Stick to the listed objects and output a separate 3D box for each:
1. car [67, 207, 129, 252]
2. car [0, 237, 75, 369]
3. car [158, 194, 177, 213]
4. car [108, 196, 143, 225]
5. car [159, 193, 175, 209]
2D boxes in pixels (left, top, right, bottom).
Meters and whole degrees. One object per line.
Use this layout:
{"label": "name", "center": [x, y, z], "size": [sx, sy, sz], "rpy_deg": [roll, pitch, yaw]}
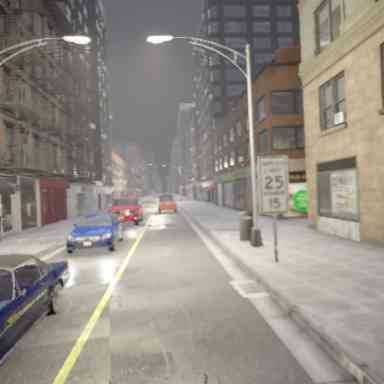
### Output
{"label": "car", "center": [-4.117, 1.681, 14.760], "size": [1.812, 1.442, 4.674], "rpy_deg": [-3, 0, -5]}
{"label": "car", "center": [-3.323, 1.740, 4.964], "size": [1.895, 1.301, 4.718], "rpy_deg": [-3, 0, -7]}
{"label": "car", "center": [-2.862, 1.387, 38.796], "size": [2.097, 1.767, 4.553], "rpy_deg": [-3, 0, -5]}
{"label": "car", "center": [-4.964, 1.386, 25.262], "size": [2.150, 2.045, 5.566], "rpy_deg": [-3, 0, -4]}
{"label": "car", "center": [-3.731, 1.268, 49.162], "size": [2.150, 2.045, 5.566], "rpy_deg": [-3, 0, -4]}
